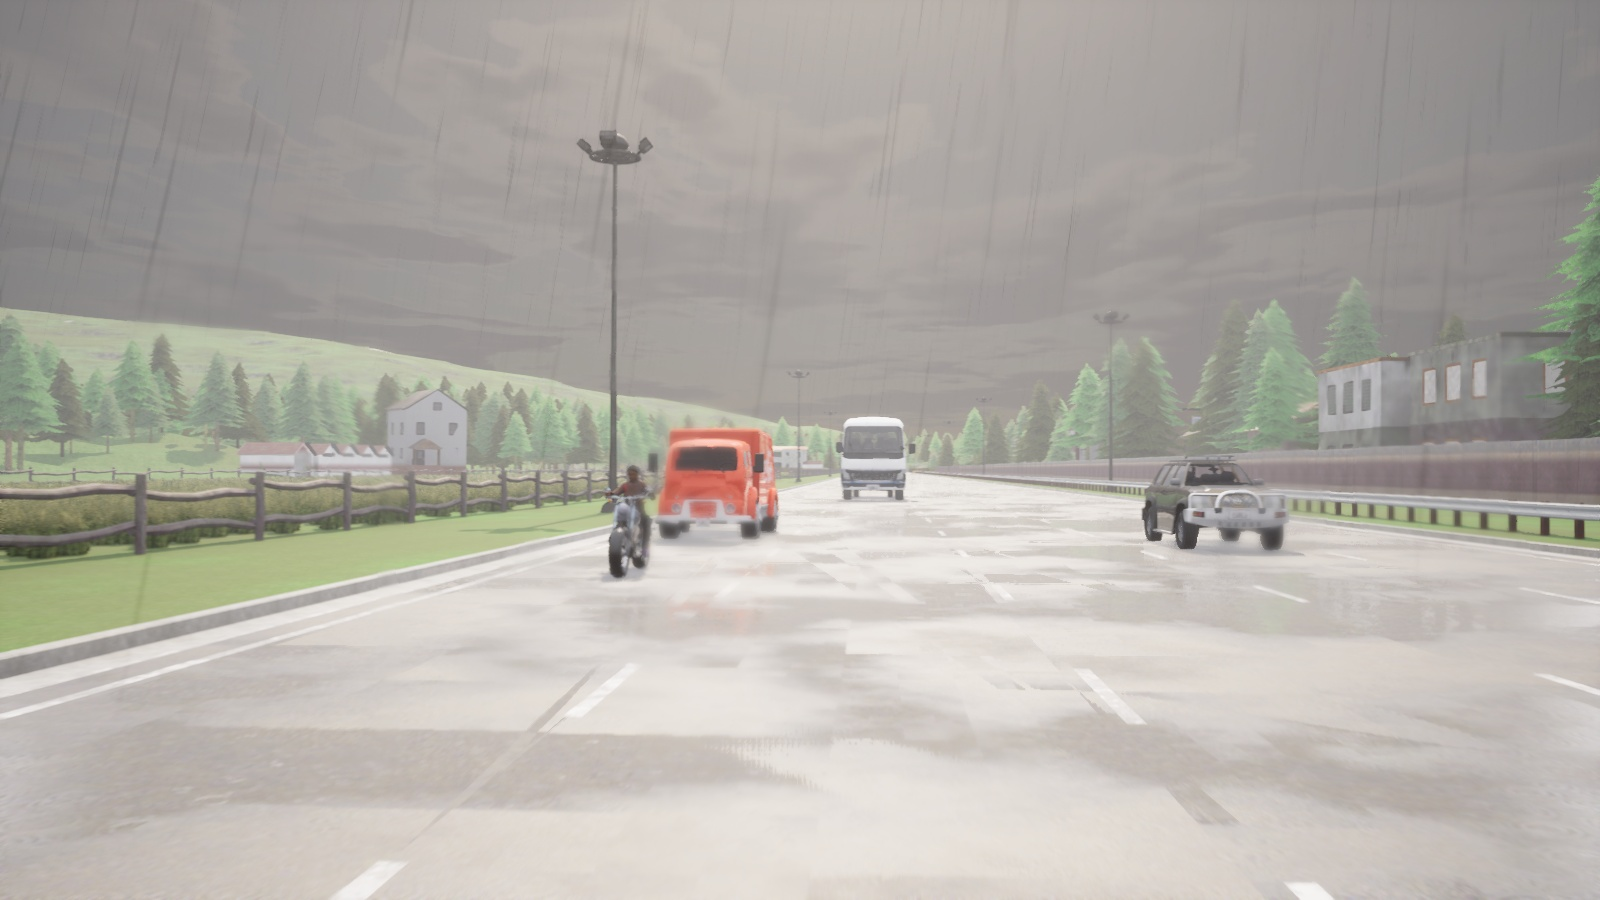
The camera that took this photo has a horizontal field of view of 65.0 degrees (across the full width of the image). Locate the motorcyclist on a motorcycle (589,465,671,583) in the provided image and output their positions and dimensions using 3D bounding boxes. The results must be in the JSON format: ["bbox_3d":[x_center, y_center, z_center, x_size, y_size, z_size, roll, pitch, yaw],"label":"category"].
[{"bbox_3d":[-2.503,1.050,18.732,0.766,1.649,2.350,0,-1,4],"label":"motorcyclist on a motorcycle"}]

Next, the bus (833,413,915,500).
[{"bbox_3d":[3.933,0.412,66.588,3.944,4.253,10.273,0,-1,4],"label":"bus"}]

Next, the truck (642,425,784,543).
[{"bbox_3d":[-1.871,0.766,29.062,2.627,2.467,5.204,0,-1,3],"label":"truck"}]

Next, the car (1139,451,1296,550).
[{"bbox_3d":[8.455,0.983,25.892,1.932,1.855,4.605,0,-1,4],"label":"car"}]
